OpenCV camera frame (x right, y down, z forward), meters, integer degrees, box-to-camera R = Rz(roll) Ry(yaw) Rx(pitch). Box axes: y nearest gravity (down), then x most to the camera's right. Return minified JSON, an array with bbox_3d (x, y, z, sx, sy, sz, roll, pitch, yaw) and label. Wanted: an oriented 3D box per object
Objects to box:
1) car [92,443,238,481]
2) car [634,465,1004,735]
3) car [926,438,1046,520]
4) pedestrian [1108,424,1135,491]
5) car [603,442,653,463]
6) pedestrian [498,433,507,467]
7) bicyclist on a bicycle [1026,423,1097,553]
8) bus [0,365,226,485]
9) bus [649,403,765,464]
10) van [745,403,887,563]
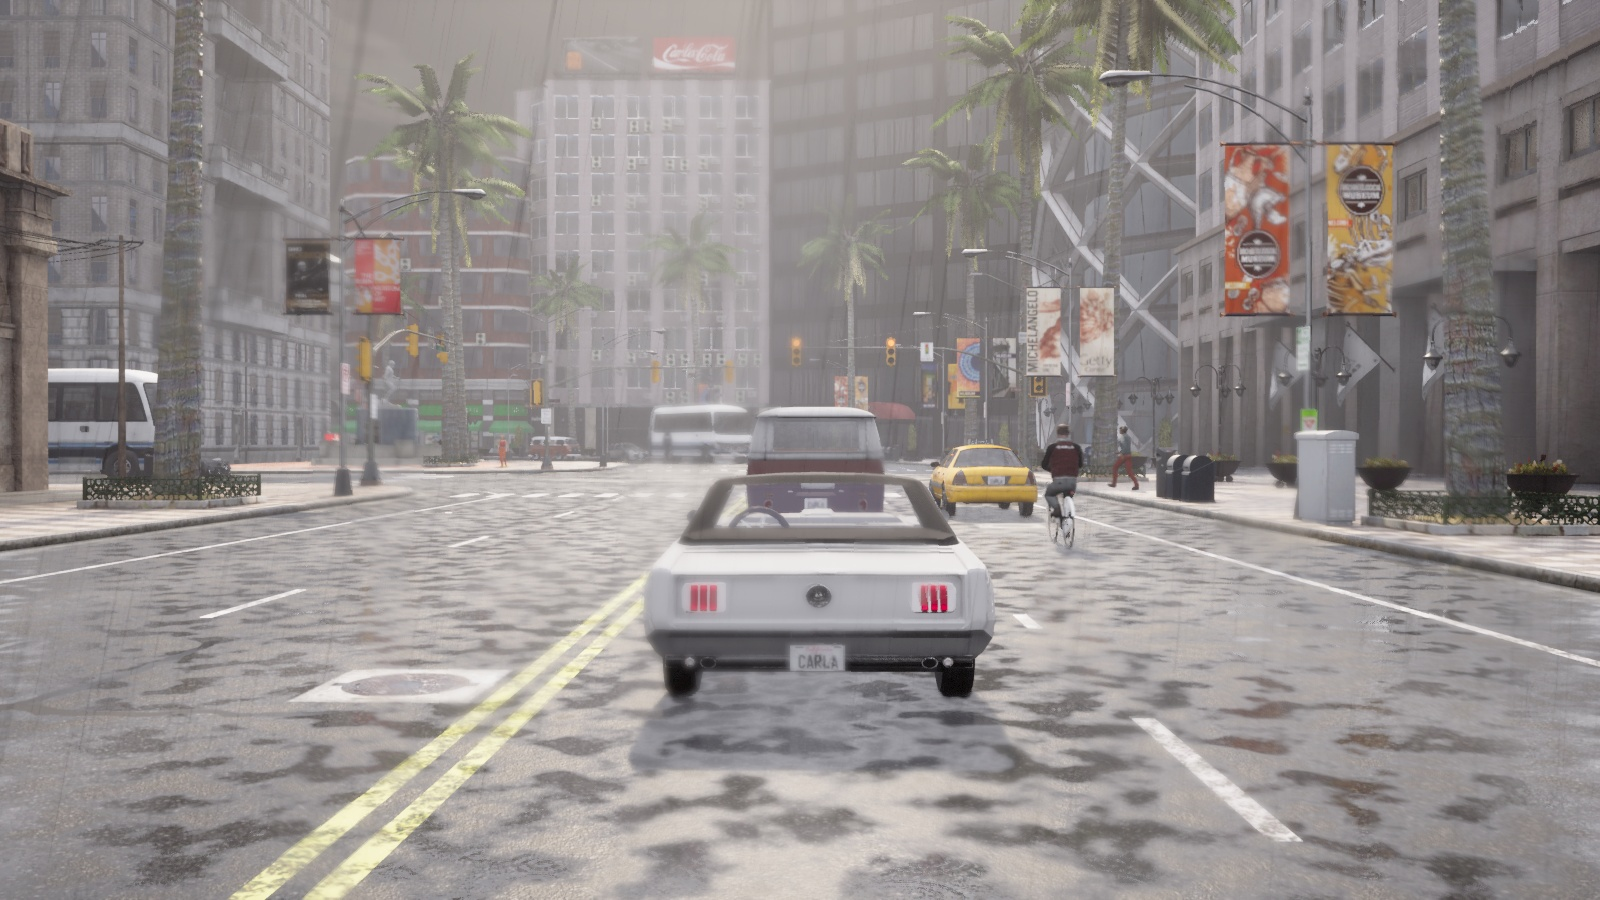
[{"bbox_3d":[-25.251,0.449,49.998,4.892,1.490,1.837,0,0,1],"label":"car"},{"bbox_3d":[0.125,0.797,8.803,1.895,1.301,4.718,0,0,1],"label":"car"},{"bbox_3d":[3.818,0.538,26.653,1.801,1.575,5.366,0,0,1],"label":"car"},{"bbox_3d":[9.010,0.212,35.198,0.353,1.847,0.614,0,0,-43],"label":"pedestrian"},{"bbox_3d":[-12.949,0.169,94.313,1.970,1.475,3.806,0,0,-42],"label":"car"},{"bbox_3d":[-16.455,-0.002,69.425,0.345,1.836,0.594,0,0,0],"label":"pedestrian"},{"bbox_3d":[3.727,0.519,18.041,0.659,1.776,1.843,0,0,1],"label":"bicyclist on a bicycle"},{"bbox_3d":[-27.301,-0.914,46.485,10.273,4.253,3.944,0,0,0],"label":"bus"},{"bbox_3d":[-6.956,-1.154,91.916,3.944,4.253,10.273,0,0,-34],"label":"bus"},{"bbox_3d":[0.224,0.399,17.841,1.775,1.987,4.442,0,0,1],"label":"van"}]
